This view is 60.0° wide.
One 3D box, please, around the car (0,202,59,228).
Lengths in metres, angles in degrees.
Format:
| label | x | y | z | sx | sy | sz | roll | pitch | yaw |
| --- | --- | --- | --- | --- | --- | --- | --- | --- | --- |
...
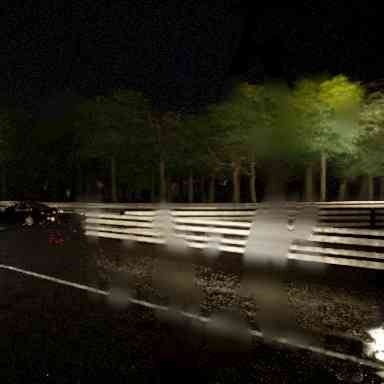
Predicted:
| label | x | y | z | sx | sy | sz | roll | pitch | yaw |
| --- | --- | --- | --- | --- | --- | --- | --- | --- | --- |
| car | -11.282 | 1.476 | 22.291 | 4.892 | 1.490 | 1.837 | 0 | 0 | 19 |
